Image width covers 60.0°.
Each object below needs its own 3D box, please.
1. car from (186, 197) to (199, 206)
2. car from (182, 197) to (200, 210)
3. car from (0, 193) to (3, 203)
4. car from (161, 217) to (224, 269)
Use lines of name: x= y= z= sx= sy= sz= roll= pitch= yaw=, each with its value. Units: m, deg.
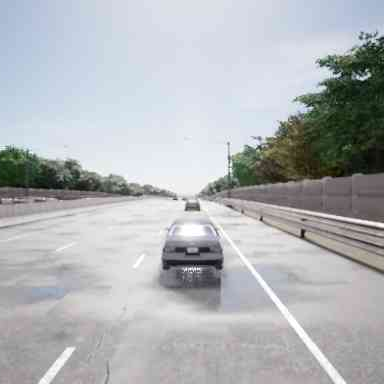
car: x=0.103 y=1.594 z=59.167 sx=2.128 sy=1.511 sz=4.902 roll=0 pitch=0 yaw=0
car: x=0.074 y=1.622 z=43.122 sx=1.994 sy=1.385 sz=4.181 roll=0 pitch=0 yaw=0
car: x=-24.433 y=0.920 z=38.955 sx=2.150 sy=2.045 sz=5.566 roll=0 pitch=0 yaw=0
car: x=0.018 y=1.567 z=11.205 sx=2.033 sy=1.411 sz=5.357 roll=0 pitch=0 yaw=0
